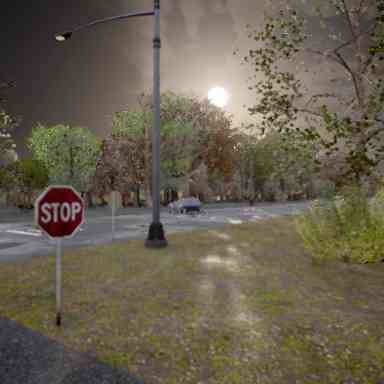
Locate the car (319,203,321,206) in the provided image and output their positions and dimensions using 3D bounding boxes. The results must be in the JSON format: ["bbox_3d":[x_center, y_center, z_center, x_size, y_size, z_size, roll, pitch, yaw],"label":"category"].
[{"bbox_3d":[21.640,1.827,55.668,1.812,1.442,4.674,0,0,34],"label":"car"}]

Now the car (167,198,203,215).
[{"bbox_3d":[-0.730,1.445,36.544,2.097,1.767,4.553,0,-1,36],"label":"car"}]
